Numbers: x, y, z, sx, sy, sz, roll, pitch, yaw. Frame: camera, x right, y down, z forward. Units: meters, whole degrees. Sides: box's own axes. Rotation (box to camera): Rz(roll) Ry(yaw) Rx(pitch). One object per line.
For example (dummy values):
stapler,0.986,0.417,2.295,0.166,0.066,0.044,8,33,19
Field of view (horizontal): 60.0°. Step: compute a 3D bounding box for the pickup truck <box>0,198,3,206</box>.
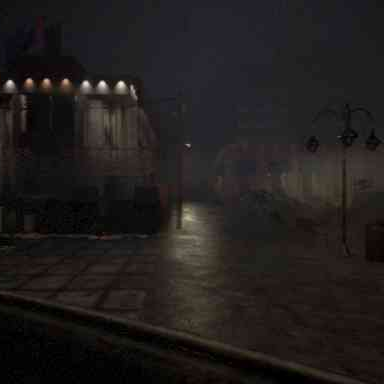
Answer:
pickup truck,-13.092,0.969,26.589,2.390,2.098,6.274,0,0,-2
